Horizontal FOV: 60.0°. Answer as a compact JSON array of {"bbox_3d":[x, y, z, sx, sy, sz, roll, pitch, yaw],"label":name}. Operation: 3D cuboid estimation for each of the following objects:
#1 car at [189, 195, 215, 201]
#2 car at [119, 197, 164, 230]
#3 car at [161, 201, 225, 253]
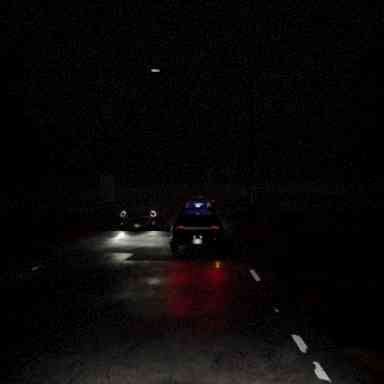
[{"bbox_3d":[0.750,1.033,26.832,2.097,1.767,4.553,0,1,8],"label":"car"},{"bbox_3d":[-2.777,1.119,19.302,2.097,1.767,4.553,0,1,1],"label":"car"},{"bbox_3d":[0.224,1.333,13.000,2.128,1.511,4.902,0,1,1],"label":"car"}]
